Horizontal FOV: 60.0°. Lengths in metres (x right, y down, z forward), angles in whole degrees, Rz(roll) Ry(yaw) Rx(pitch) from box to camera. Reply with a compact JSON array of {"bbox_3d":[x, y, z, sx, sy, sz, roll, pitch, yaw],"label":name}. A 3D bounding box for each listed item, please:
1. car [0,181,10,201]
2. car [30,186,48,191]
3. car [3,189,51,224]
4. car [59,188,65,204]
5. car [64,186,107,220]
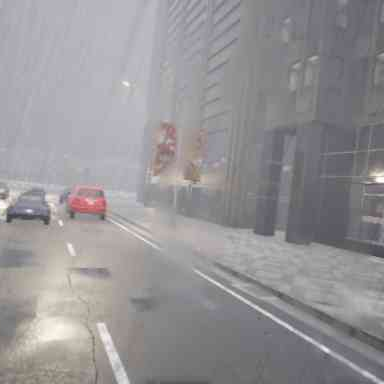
[{"bbox_3d":[-17.881,-0.240,30.232,2.097,1.767,4.553,6,-1,-24],"label":"car"},{"bbox_3d":[-17.406,0.079,37.509,1.837,1.490,4.892,6,-1,-24],"label":"car"},{"bbox_3d":[-8.508,0.798,17.572,1.994,1.385,4.181,6,-1,-24],"label":"car"},{"bbox_3d":[-12.910,0.334,35.282,2.097,1.767,4.553,6,-1,-24],"label":"car"},{"bbox_3d":[-7.145,0.638,22.446,2.150,2.045,5.566,6,0,-24],"label":"car"}]
